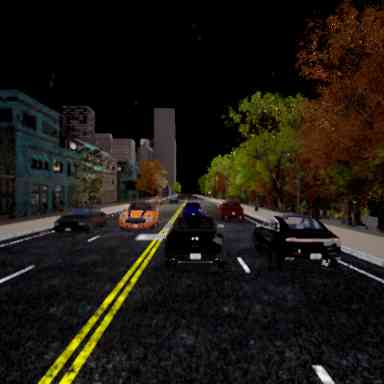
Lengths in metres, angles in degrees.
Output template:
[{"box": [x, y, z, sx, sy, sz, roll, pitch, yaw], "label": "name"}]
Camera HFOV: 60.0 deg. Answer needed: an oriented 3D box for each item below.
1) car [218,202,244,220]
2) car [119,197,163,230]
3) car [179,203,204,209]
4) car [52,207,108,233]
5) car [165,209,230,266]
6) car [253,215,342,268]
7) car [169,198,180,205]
[{"box": [3.343, 1.587, 29.307, 1.882, 1.535, 5.008, 0, 0, 0], "label": "car"}, {"box": [-3.353, 1.433, 21.847, 2.097, 1.767, 4.553, 0, 0, 0], "label": "car"}, {"box": [0.094, 1.633, 28.792, 1.812, 1.442, 4.674, 0, 0, 0], "label": "car"}, {"box": [-6.605, 1.623, 20.381, 2.033, 1.411, 5.357, 0, 0, 0], "label": "car"}, {"box": [0.098, 1.549, 11.632, 1.837, 1.490, 4.892, 0, 0, 0], "label": "car"}, {"box": [3.347, 1.535, 11.410, 2.128, 1.511, 4.902, 0, 0, 0], "label": "car"}, {"box": [-3.288, 1.795, 63.313, 1.994, 1.385, 4.181, 0, 0, 1], "label": "car"}]
